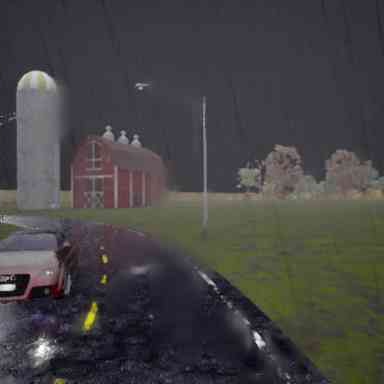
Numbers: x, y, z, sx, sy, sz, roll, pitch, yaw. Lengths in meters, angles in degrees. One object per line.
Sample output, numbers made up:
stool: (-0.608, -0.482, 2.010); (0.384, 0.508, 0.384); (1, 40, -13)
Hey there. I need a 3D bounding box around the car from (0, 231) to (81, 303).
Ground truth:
car: (-4.018, 1.703, 8.441); (1.994, 1.385, 4.181); (0, -1, -12)
